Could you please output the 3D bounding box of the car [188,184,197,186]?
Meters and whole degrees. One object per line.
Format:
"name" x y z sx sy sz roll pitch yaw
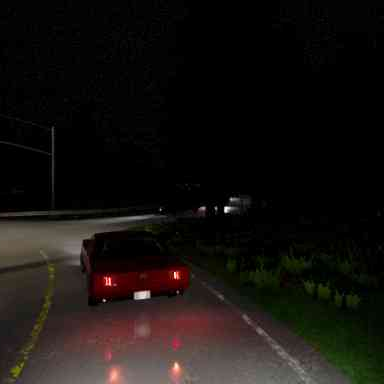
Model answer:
"car" 0.065 -1.820 70.112 2.128 1.511 4.902 0 5 -1

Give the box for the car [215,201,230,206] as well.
"car" 3.447 0.737 39.966 1.837 1.490 4.892 0 4 13

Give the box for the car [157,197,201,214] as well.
"car" -1.207 1.256 31.919 2.128 1.511 4.902 0 2 42

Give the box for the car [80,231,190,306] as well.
"car" -1.688 1.601 8.167 1.895 1.301 4.718 0 0 -21
